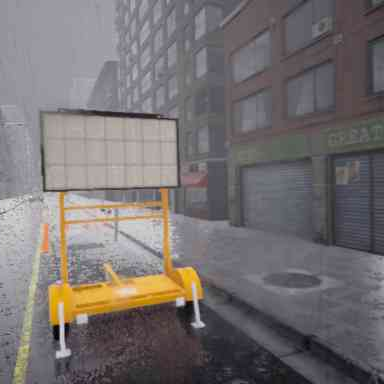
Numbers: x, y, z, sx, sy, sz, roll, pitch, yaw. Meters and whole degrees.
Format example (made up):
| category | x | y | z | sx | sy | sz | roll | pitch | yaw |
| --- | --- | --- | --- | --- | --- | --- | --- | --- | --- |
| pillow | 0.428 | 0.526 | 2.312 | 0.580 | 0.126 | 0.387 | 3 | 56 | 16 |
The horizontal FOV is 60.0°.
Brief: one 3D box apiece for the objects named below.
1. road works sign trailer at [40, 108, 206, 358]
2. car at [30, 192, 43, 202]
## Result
| category | x | y | z | sx | sy | sz | roll | pitch | yaw |
| --- | --- | --- | --- | --- | --- | --- | --- | --- | --- |
| road works sign trailer | -1.407 | 0.360 | 6.085 | 2.380 | 3.560 | 2.880 | -2 | 1 | -23 |
| car | -27.550 | 0.848 | 58.984 | 2.097 | 1.767 | 4.553 | -2 | 1 | -23 |
